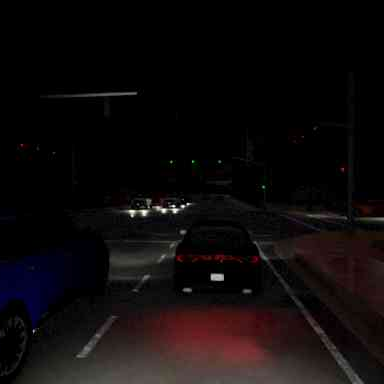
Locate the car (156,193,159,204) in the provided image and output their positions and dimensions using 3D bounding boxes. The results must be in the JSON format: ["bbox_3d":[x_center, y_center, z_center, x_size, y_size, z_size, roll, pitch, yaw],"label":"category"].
[{"bbox_3d":[-5.894,1.229,55.574,2.150,2.045,5.566,0,0,5],"label":"car"}]

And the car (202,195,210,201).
[{"bbox_3d":[3.570,1.536,84.678,1.812,1.442,4.674,0,0,5],"label":"car"}]

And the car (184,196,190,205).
[{"bbox_3d":[-2.133,1.360,58.534,2.097,1.767,4.553,0,0,5],"label":"car"}]

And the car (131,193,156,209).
[{"bbox_3d":[-6.762,1.228,45.263,2.150,2.045,5.566,0,0,3],"label":"car"}]

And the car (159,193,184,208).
[{"bbox_3d":[-2.935,1.228,48.877,2.150,2.045,5.566,0,0,4],"label":"car"}]

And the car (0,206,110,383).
[{"bbox_3d":[-3.081,1.222,5.440,2.150,2.045,5.566,0,0,3],"label":"car"}]

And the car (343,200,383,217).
[{"bbox_3d":[16.720,1.482,30.920,5.008,1.535,1.882,0,0,5],"label":"car"}]

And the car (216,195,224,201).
[{"bbox_3d":[7.087,1.565,84.742,1.994,1.385,4.181,0,0,5],"label":"car"}]

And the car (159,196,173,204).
[{"bbox_3d":[-5.029,1.487,65.618,1.882,1.535,5.008,0,0,5],"label":"car"}]

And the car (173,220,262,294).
[{"bbox_3d":[0.659,1.479,8.849,1.882,1.535,5.008,0,0,4],"label":"car"}]
